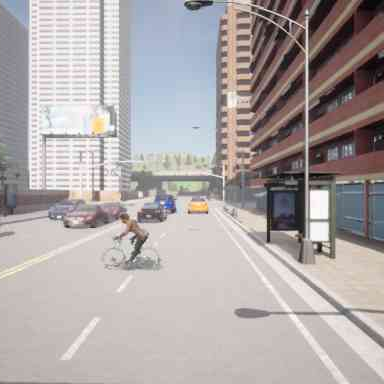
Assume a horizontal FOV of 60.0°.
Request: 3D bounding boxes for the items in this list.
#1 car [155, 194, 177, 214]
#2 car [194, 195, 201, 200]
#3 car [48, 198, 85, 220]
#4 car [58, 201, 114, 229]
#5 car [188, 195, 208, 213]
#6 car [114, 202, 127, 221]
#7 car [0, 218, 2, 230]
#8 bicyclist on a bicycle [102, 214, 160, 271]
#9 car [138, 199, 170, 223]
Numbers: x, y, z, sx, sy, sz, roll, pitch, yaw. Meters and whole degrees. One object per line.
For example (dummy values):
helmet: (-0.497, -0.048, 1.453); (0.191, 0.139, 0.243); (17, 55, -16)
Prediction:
car: (-2.851, 1.221, 35.534); (2.150, 2.045, 5.566); (0, 0, 1)
car: (1.437, 1.524, 90.928); (1.812, 1.442, 4.674); (0, 0, 1)
car: (-10.156, 1.352, 27.790); (2.097, 1.767, 4.553); (0, 0, 1)
car: (-6.771, 1.525, 21.796); (1.812, 1.442, 4.674); (0, 0, 1)
car: (0.663, 1.352, 36.660); (2.097, 1.767, 4.553); (0, 0, 1)
car: (-6.584, 1.536, 27.512); (1.812, 1.442, 4.674); (0, 0, 1)
car: (-10.393, 1.492, 14.514); (2.128, 1.511, 4.902); (0, 0, 1)
bicyclist on a bicycle: (-1.741, 1.452, 9.432); (1.656, 1.620, 0.582); (0, 0, 1)
car: (-3.014, 1.526, 25.701); (1.812, 1.442, 4.674); (0, 0, 1)
